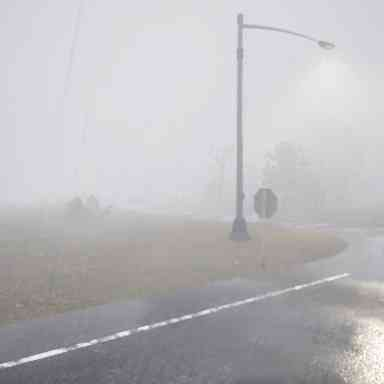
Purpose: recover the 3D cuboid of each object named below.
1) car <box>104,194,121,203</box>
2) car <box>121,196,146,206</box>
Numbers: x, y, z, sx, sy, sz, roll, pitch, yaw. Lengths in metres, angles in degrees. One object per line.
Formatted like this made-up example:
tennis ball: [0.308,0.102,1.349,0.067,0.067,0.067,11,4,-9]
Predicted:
car: [-14.805,1.213,61.960,2.097,1.767,4.553,0,0,-34]
car: [-9.090,1.371,53.447,2.128,1.511,4.902,0,0,-33]
